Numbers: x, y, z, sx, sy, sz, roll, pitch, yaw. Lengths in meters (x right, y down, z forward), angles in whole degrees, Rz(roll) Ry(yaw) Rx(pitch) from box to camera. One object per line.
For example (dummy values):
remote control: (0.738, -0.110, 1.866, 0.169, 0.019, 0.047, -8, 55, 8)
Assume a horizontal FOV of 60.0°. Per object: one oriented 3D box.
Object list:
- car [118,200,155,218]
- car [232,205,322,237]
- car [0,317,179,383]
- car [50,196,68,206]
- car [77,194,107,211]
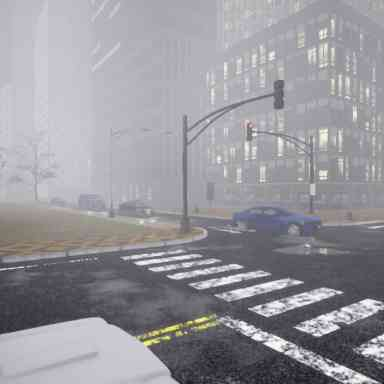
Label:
car: (-5.170, 1.498, 30.590, 2.128, 1.511, 4.902, 0, 0, -36)
car: (4.535, 1.483, 18.344, 5.008, 1.535, 1.882, 0, 0, 43)
car: (-2.274, 1.601, 1.821, 4.718, 1.301, 1.895, 0, 0, -36)
car: (-21.728, 1.487, 54.240, 1.882, 1.535, 5.008, 0, 0, -35)
car: (-12.342, 1.228, 40.772, 2.150, 2.045, 5.566, 0, 0, -35)
